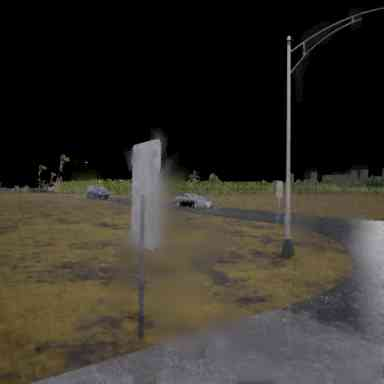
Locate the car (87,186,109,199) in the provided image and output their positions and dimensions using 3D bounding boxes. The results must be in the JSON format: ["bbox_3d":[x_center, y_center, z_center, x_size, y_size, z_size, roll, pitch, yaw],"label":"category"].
[{"bbox_3d":[-15.258,0.045,53.915,2.150,2.045,5.566,2,0,-34],"label":"car"}]

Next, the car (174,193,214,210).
[{"bbox_3d":[0.093,0.904,31.801,2.128,1.511,4.902,2,0,-35],"label":"car"}]
